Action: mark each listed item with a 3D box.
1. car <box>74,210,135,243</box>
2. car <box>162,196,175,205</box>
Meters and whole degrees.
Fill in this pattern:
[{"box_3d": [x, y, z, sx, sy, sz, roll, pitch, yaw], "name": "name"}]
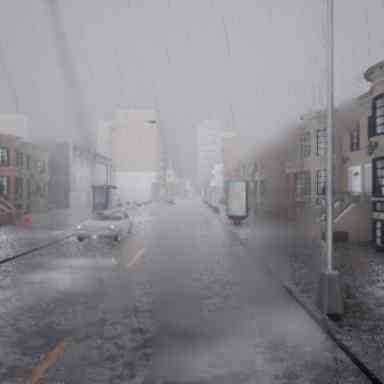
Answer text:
[{"box_3d": [-4.106, 1.583, 16.280, 1.895, 1.301, 4.718, 0, 0, 0], "name": "car"}, {"box_3d": [-4.037, 1.486, 58.050, 2.033, 1.411, 5.357, 0, 0, 1], "name": "car"}]
